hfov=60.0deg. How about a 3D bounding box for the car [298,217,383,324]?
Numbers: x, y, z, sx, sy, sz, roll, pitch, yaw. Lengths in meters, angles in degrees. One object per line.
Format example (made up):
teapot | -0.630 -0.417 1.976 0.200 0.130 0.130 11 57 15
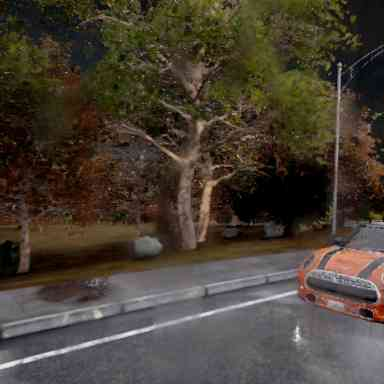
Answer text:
car | 4.346 1.466 7.233 4.553 1.767 2.097 2 -1 -37
